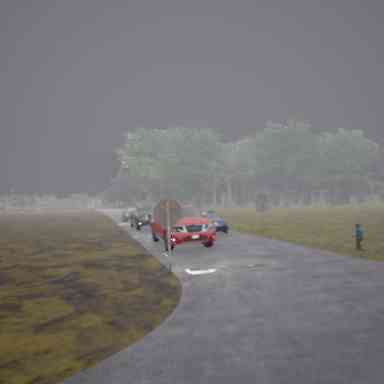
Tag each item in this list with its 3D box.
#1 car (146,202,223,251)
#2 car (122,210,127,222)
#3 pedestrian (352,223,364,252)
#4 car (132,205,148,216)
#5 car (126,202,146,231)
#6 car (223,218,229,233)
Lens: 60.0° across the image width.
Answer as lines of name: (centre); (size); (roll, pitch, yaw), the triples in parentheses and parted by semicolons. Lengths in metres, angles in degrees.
car: (-0.648, 1.615, 16.829); (2.150, 2.045, 5.566); (-2, -1, -17)
car: (-6.503, 2.433, 36.270); (1.812, 1.442, 4.674); (-2, -1, -16)
pedestrian: (6.624, 1.780, 13.135); (0.500, 1.100, 0.500); (-2, -1, -17)
car: (-8.078, 2.793, 51.667); (1.812, 1.442, 4.674); (-2, -1, -17)
car: (-3.636, 1.862, 26.749); (2.150, 2.045, 5.566); (-2, -1, -17)
car: (0.848, 1.961, 22.115); (1.994, 1.385, 4.181); (-2, -1, -17)
